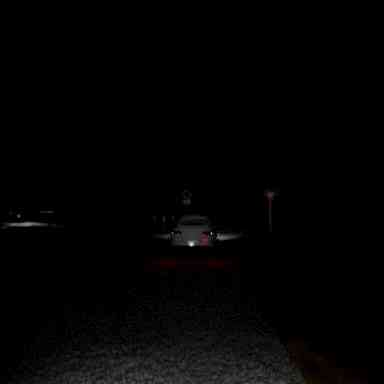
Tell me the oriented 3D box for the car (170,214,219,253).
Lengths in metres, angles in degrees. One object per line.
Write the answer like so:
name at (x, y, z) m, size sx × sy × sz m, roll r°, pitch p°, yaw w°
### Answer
car at (0.162, 1.664, 14.388) m, size 1.812 × 1.442 × 4.674 m, roll 0°, pitch 0°, yaw 5°

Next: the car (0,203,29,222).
car at (-16.071, 1.776, 29.528) m, size 2.128 × 1.511 × 4.902 m, roll 0°, pitch -1°, yaw -42°

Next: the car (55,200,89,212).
car at (-16.966, 1.960, 47.108) m, size 1.837 × 1.490 × 4.892 m, roll -1°, pitch -1°, yaw 37°
